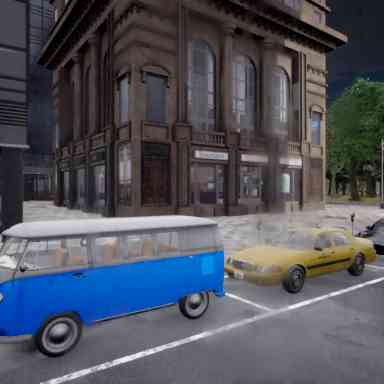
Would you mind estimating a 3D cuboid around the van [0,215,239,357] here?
[{"bbox_3d":[-1.286,1.341,5.733,3.998,1.788,1.690,0,0,-35],"label":"van"}]

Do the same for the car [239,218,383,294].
[{"bbox_3d":[3.005,1.525,8.789,4.829,1.417,1.752,0,0,-35],"label":"car"}]
